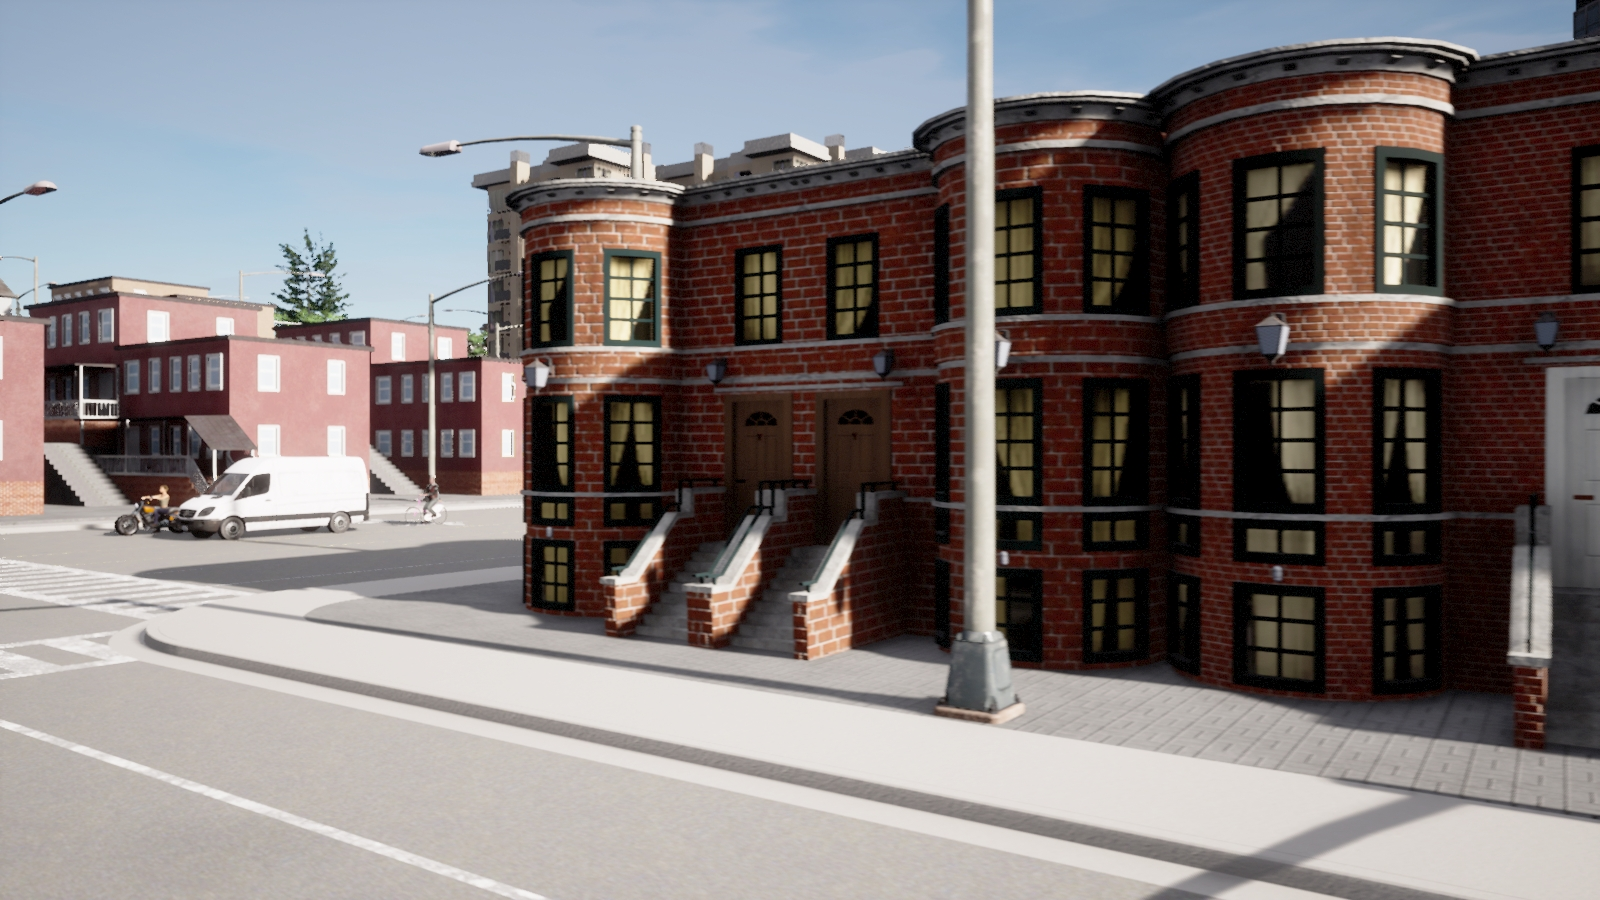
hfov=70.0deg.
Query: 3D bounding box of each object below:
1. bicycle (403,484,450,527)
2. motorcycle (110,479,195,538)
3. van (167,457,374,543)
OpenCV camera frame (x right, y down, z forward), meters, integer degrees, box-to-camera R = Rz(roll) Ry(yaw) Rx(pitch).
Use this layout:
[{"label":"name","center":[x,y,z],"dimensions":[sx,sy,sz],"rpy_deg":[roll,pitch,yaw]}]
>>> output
[{"label":"bicycle","center":[-13.768,2.029,42.146],"dimensions":[0.329,1.496,1.835],"rpy_deg":[-1,0,35]},{"label":"motorcycle","center":[-21.269,1.889,37.579],"dimensions":[0.764,1.802,2.356],"rpy_deg":[0,0,35]},{"label":"van","center":[-17.144,1.518,37.353],"dimensions":[1.988,2.561,5.915],"rpy_deg":[0,0,35]}]
